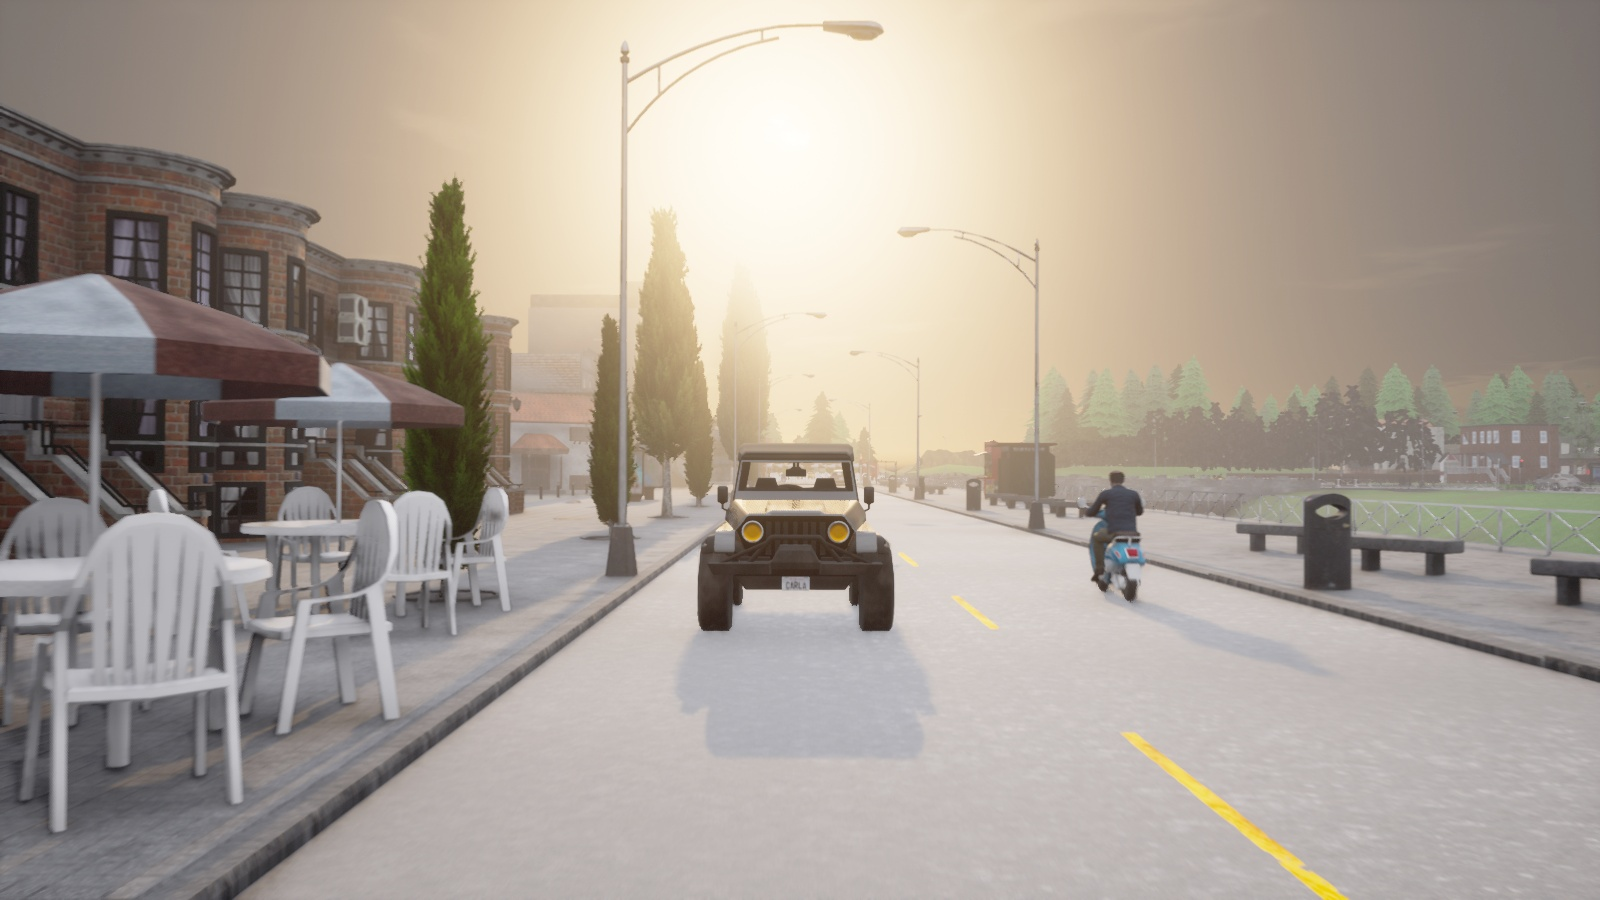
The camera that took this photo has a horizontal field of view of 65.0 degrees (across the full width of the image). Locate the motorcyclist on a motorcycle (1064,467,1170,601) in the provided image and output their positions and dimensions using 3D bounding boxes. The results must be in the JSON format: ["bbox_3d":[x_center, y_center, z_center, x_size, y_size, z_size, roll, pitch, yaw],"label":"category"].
[{"bbox_3d":[3.958,1.017,15.838,0.866,1.590,1.817,0,-1,0],"label":"motorcyclist on a motorcycle"}]

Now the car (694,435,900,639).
[{"bbox_3d":[-0.036,0.838,13.567,1.905,1.878,3.866,0,-1,0],"label":"car"}]
